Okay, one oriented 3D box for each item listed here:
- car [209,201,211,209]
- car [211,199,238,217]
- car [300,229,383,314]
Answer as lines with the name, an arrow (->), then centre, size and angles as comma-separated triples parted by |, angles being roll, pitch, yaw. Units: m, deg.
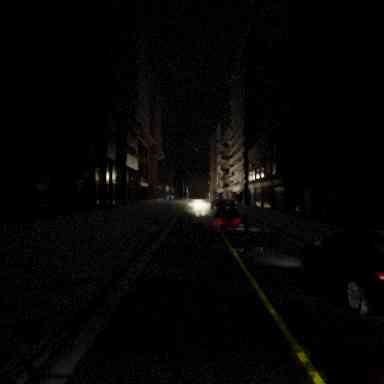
car -> 3.395, 1.639, 44.640 | 1.882, 1.535, 5.008 | 0, 0, 1
car -> 3.326, 1.470, 32.968 | 2.097, 1.767, 4.553 | 0, 0, 1
car -> 3.952, 1.571, 7.549 | 1.812, 1.442, 4.674 | 0, 0, 1
